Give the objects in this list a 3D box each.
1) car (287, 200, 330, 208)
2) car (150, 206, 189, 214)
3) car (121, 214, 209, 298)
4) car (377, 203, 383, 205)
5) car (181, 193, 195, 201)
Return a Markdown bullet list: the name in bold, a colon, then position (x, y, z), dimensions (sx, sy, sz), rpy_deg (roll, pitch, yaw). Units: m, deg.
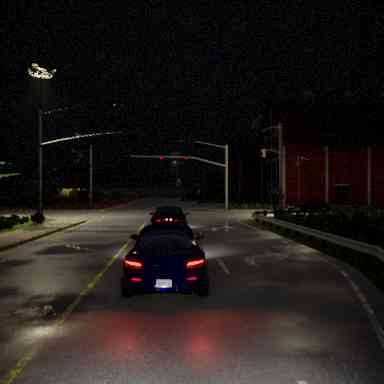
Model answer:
- **car**: position (12.710, 1.553, 36.135), dimensions (4.674, 1.442, 1.812), rpy_deg (0, 0, -3)
- **car**: position (-1.215, 1.505, 17.691), dimensions (1.837, 1.490, 4.892), rpy_deg (0, 0, -3)
- **car**: position (-0.640, 1.526, 8.447), dimensions (1.812, 1.442, 4.674), rpy_deg (0, 0, -3)
- **car**: position (22.800, 1.504, 36.567), dimensions (5.008, 1.535, 1.882), rpy_deg (0, 0, -2)
- **car**: position (-0.865, 1.146, 81.624), dimensions (3.866, 1.878, 1.905), rpy_deg (-3, 4, 44)
